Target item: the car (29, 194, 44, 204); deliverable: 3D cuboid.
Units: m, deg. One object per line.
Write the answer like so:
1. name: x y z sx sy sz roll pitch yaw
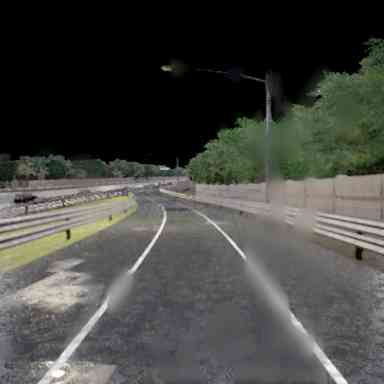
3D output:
1. car: -29.579 1.579 65.977 1.994 1.385 4.181 0 3 8

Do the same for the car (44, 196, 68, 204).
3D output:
1. car: -26.110 1.590 65.512 2.033 1.411 5.357 0 3 8

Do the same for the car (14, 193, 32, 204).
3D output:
1. car: -33.043 1.226 66.466 2.150 2.045 5.566 0 3 8
